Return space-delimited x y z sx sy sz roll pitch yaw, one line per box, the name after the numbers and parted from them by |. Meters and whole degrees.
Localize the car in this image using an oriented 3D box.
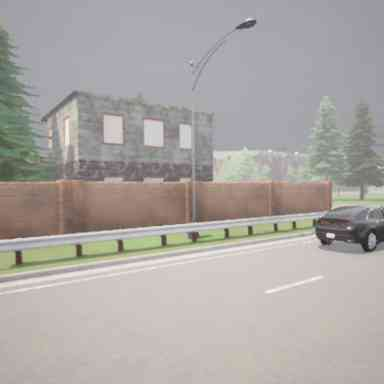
6.796 1.292 12.939 4.892 1.490 1.837 1 0 -35 | car
